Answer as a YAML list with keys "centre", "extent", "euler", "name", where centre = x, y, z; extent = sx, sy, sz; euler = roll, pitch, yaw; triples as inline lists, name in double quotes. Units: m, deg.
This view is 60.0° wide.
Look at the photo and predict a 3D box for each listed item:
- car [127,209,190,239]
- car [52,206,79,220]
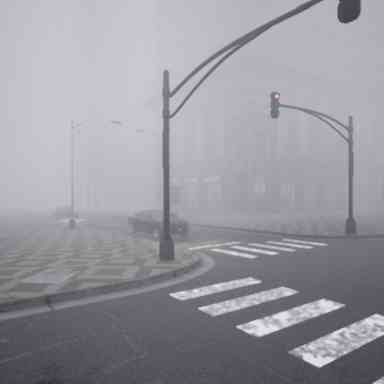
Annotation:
- centre: [-2.063, 1.745, 19.307]
  extent: [1.882, 1.535, 5.008]
  euler: [0, -1, -36]
  name: "car"
- centre: [-13.552, 2.177, 35.522]
  extent: [1.994, 1.385, 4.181]
  euler: [0, -1, -35]
  name: "car"
